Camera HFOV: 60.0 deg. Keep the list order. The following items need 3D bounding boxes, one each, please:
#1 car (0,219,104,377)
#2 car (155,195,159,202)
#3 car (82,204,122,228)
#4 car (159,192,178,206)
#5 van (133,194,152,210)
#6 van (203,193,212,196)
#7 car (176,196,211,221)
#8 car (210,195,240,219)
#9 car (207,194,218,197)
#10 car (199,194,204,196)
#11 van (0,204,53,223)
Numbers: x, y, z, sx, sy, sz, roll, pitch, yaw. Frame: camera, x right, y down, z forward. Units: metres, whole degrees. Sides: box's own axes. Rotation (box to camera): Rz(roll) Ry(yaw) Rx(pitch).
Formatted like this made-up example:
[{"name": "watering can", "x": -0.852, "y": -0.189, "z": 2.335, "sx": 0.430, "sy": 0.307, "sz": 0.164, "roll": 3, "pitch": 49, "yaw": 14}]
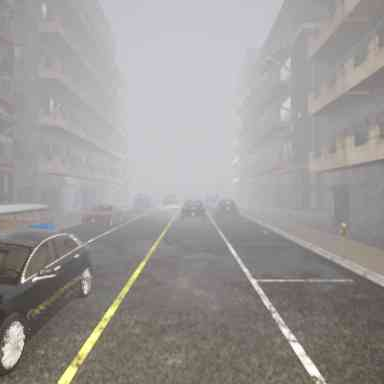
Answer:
[{"name": "car", "x": -3.099, "y": 1.474, "z": 5.563, "sx": 1.837, "sy": 1.490, "sz": 4.892, "roll": 0, "pitch": 0, "yaw": 0}, {"name": "car", "x": -5.748, "y": 1.214, "z": 61.082, "sx": 2.008, "sy": 1.369, "sz": 4.403, "roll": 1, "pitch": 0, "yaw": 0}, {"name": "car", "x": -5.671, "y": 1.428, "z": 21.392, "sx": 1.887, "sy": 1.381, "sz": 4.507, "roll": 1, "pitch": 0, "yaw": 0}, {"name": "car", "x": -3.066, "y": 1.091, "z": 47.719, "sx": 2.097, "sy": 1.767, "sz": 4.553, "roll": 0, "pitch": 0, "yaw": 0}, {"name": "van", "x": -5.662, "y": 1.132, "z": 38.403, "sx": 1.690, "sy": 1.788, "sz": 3.998, "roll": 1, "pitch": 0, "yaw": 0}, {"name": "van", "x": 2.687, "y": 1.100, "z": 43.997, "sx": 1.690, "sy": 1.788, "sz": 3.998, "roll": 1, "pitch": 0, "yaw": 0}, {"name": "car", "x": 0.109, "y": 1.351, "z": 25.581, "sx": 2.128, "sy": 1.511, "sz": 4.902, "roll": 0, "pitch": 0, "yaw": 0}, {"name": "car", "x": 2.680, "y": 1.293, "z": 26.987, "sx": 1.967, "sy": 1.590, "sz": 4.097, "roll": 1, "pitch": 0, "yaw": 0}, {"name": "car", "x": 2.682, "y": 1.315, "z": 38.498, "sx": 1.752, "sy": 1.417, "sz": 4.829, "roll": 1, "pitch": 0, "yaw": 0}, {"name": "car", "x": 0.115, "y": 1.338, "z": 41.267, "sx": 1.994, "sy": 1.385, "sz": 4.181, "roll": 0, "pitch": 0, "yaw": 0}, {"name": "van", "x": -5.671, "y": 1.287, "z": 10.049, "sx": 1.690, "sy": 1.788, "sz": 3.998, "roll": 1, "pitch": 0, "yaw": 0}]
